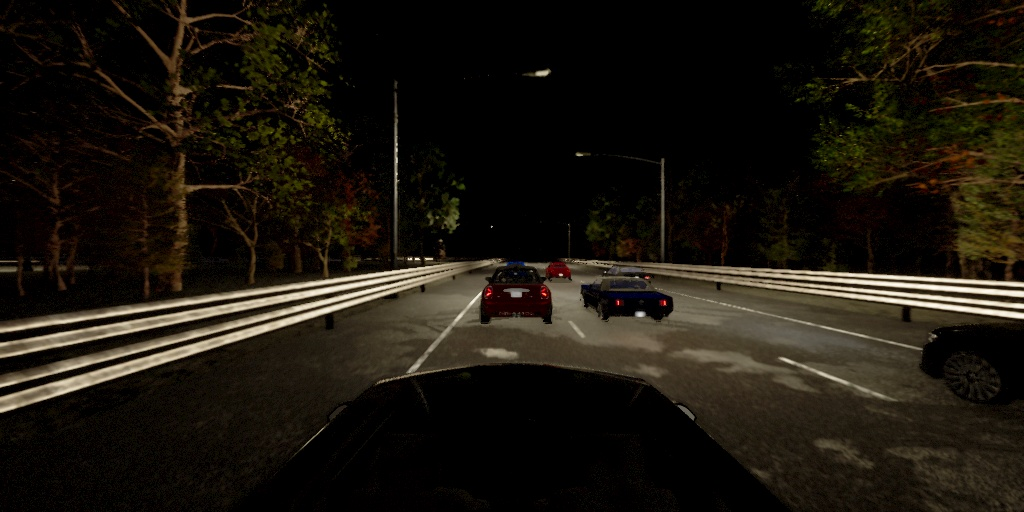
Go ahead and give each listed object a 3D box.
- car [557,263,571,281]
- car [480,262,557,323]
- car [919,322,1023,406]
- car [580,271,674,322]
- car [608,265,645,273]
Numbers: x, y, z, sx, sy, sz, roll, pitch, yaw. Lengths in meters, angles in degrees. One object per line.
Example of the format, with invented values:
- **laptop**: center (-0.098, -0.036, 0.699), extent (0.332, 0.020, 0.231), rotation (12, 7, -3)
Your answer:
- **car**: center (3.805, 1.277, 29.935), extent (1.812, 1.442, 4.674), rotation (0, 0, 1)
- **car**: center (0.138, 1.103, 12.190), extent (2.097, 1.767, 4.553), rotation (0, 0, 0)
- **car**: center (7.107, 1.243, 3.375), extent (2.128, 1.511, 4.902), rotation (0, 0, 0)
- **car**: center (3.635, 1.352, 12.339), extent (1.895, 1.301, 4.718), rotation (0, 0, 0)
- **car**: center (7.221, 1.300, 23.150), extent (2.033, 1.411, 5.357), rotation (0, 0, 1)
